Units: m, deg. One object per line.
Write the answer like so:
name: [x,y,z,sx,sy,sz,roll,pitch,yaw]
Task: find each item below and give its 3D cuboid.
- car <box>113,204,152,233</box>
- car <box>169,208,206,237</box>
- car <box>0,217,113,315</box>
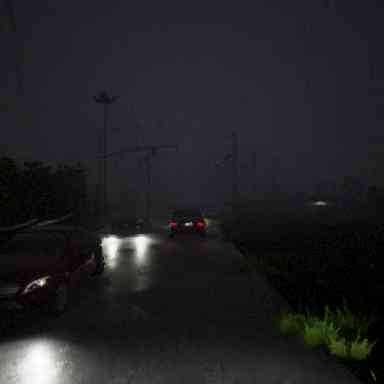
car: [-3.581,1.503,20.355,1.882,1.535,5.008,0,0,-1]
car: [-0.269,1.557,17.955,2.033,1.411,5.357,0,0,-1]
car: [-3.344,1.543,7.704,1.812,1.442,4.674,0,0,-1]
